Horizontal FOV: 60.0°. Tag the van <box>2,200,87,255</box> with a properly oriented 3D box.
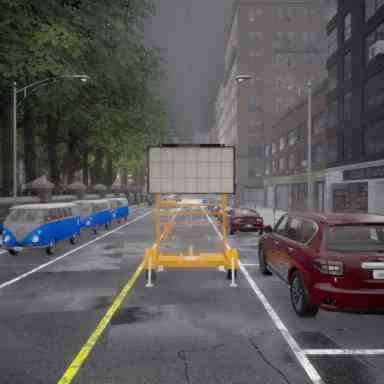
[{"bbox_3d":[-5.695,1.338,12.986,1.690,1.788,3.998,0,0,0],"label":"van"}]

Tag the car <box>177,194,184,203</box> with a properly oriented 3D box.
[{"bbox_3d":[-3.127,1.484,68.221,1.994,1.385,4.181,0,0,0],"label":"car"}]

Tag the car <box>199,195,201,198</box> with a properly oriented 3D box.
[{"bbox_3d":[2.748,1.505,58.308,1.947,1.339,4.313,0,0,0],"label":"car"}]

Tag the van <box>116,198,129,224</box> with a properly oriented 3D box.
[{"bbox_3d":[-5.716,1.329,24.301,1.690,1.788,3.998,0,0,0],"label":"van"}]

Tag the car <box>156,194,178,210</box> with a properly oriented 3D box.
[{"bbox_3d":[-3.178,1.442,43.610,1.882,1.535,5.008,0,0,0],"label":"car"}]

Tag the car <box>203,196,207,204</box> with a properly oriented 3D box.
[{"bbox_3d":[2.779,1.513,41.326,1.887,1.381,4.507,0,0,0],"label":"car"}]

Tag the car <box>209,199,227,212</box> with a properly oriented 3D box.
[{"bbox_3d":[2.799,1.564,30.006,1.802,1.307,4.206,0,0,0],"label":"car"}]

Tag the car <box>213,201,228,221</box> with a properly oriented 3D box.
[{"bbox_3d":[2.810,1.570,24.345,1.802,1.307,4.206,0,0,0],"label":"car"}]

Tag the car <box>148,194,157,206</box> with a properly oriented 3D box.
[{"bbox_3d":[-5.767,1.265,52.591,2.192,1.841,5.009,0,0,0],"label":"car"}]

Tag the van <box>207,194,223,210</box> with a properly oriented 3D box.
[{"bbox_3d":[2.789,1.317,35.666,1.690,1.788,3.998,0,0,0],"label":"van"}]

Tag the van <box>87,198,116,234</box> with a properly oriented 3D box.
[{"bbox_3d":[-5.706,1.334,18.643,1.690,1.788,3.998,0,0,0],"label":"van"}]

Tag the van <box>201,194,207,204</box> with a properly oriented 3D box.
[{"bbox_3d":[2.758,1.291,52.647,1.690,1.788,3.998,0,0,0],"label":"van"}]

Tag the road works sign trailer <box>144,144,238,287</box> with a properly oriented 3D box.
[{"bbox_3d":[-0.017,0.462,9.312,2.380,3.560,2.880,0,0,0],"label":"road works sign trailer"}]

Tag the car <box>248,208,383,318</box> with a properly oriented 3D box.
[{"bbox_3d":[2.840,1.314,7.363,2.192,1.841,5.009,0,0,0],"label":"car"}]

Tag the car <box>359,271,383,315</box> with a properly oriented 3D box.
[{"bbox_3d":[2.851,1.582,1.703,1.802,1.307,4.206,0,0,0],"label":"car"}]

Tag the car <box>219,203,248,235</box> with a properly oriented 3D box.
[{"bbox_3d":[2.820,1.537,18.685,1.887,1.381,4.507,0,0,0],"label":"car"}]
